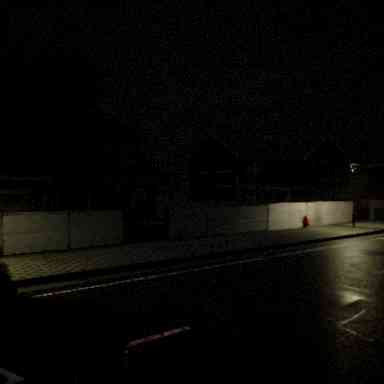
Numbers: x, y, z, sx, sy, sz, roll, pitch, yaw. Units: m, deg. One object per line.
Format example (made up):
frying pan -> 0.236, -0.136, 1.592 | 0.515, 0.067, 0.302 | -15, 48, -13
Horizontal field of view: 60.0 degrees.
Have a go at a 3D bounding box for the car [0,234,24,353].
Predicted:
car -> -4.864, 1.526, 4.208 | 4.674, 1.442, 1.812 | 0, 0, -35

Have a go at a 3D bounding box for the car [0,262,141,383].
car -> -2.658, 1.492, 1.789 | 4.902, 1.511, 2.128 | 0, 0, -36
